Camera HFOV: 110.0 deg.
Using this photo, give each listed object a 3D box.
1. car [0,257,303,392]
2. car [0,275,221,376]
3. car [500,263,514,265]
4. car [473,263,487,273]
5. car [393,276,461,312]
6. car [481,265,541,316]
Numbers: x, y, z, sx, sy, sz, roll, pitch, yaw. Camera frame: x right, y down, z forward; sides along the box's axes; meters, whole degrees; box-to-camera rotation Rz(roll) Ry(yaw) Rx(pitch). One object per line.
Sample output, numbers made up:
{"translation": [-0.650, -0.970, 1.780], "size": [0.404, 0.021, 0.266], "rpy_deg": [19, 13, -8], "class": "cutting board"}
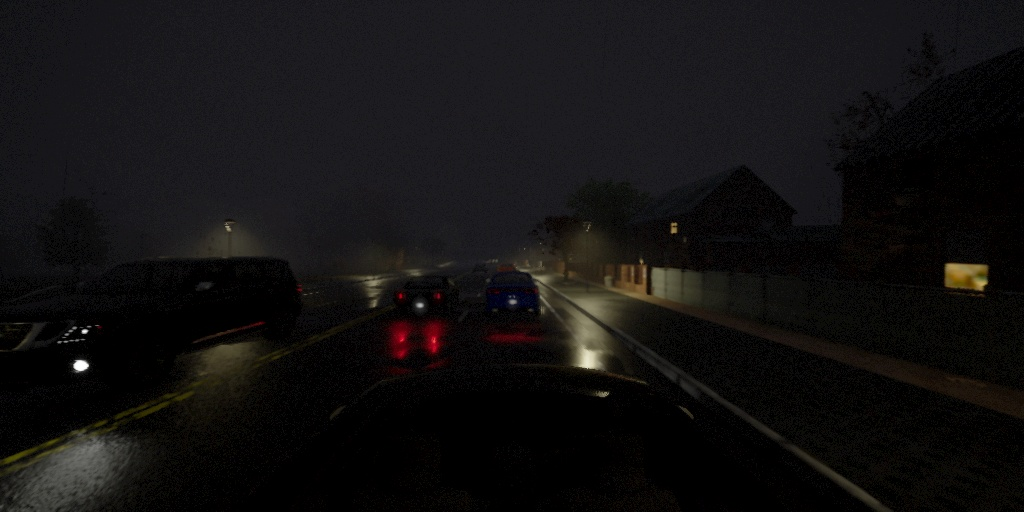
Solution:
{"translation": [-6.626, 1.032, 7.260], "size": [2.150, 2.045, 5.566], "rpy_deg": [0, 0, 0], "class": "car"}
{"translation": [-9.886, 1.322, 8.436], "size": [2.128, 1.511, 4.902], "rpy_deg": [0, 0, 0], "class": "car"}
{"translation": [-0.553, 1.447, 36.164], "size": [1.882, 1.535, 5.008], "rpy_deg": [0, 0, -2], "class": "car"}
{"translation": [-4.503, 1.649, 51.347], "size": [1.994, 1.385, 4.181], "rpy_deg": [0, 0, -3], "class": "car"}
{"translation": [-3.239, 1.446, 14.722], "size": [1.895, 1.301, 4.718], "rpy_deg": [0, 0, -1], "class": "car"}
{"translation": [0.005, 1.304, 13.833], "size": [1.882, 1.535, 5.008], "rpy_deg": [0, 0, -1], "class": "car"}
